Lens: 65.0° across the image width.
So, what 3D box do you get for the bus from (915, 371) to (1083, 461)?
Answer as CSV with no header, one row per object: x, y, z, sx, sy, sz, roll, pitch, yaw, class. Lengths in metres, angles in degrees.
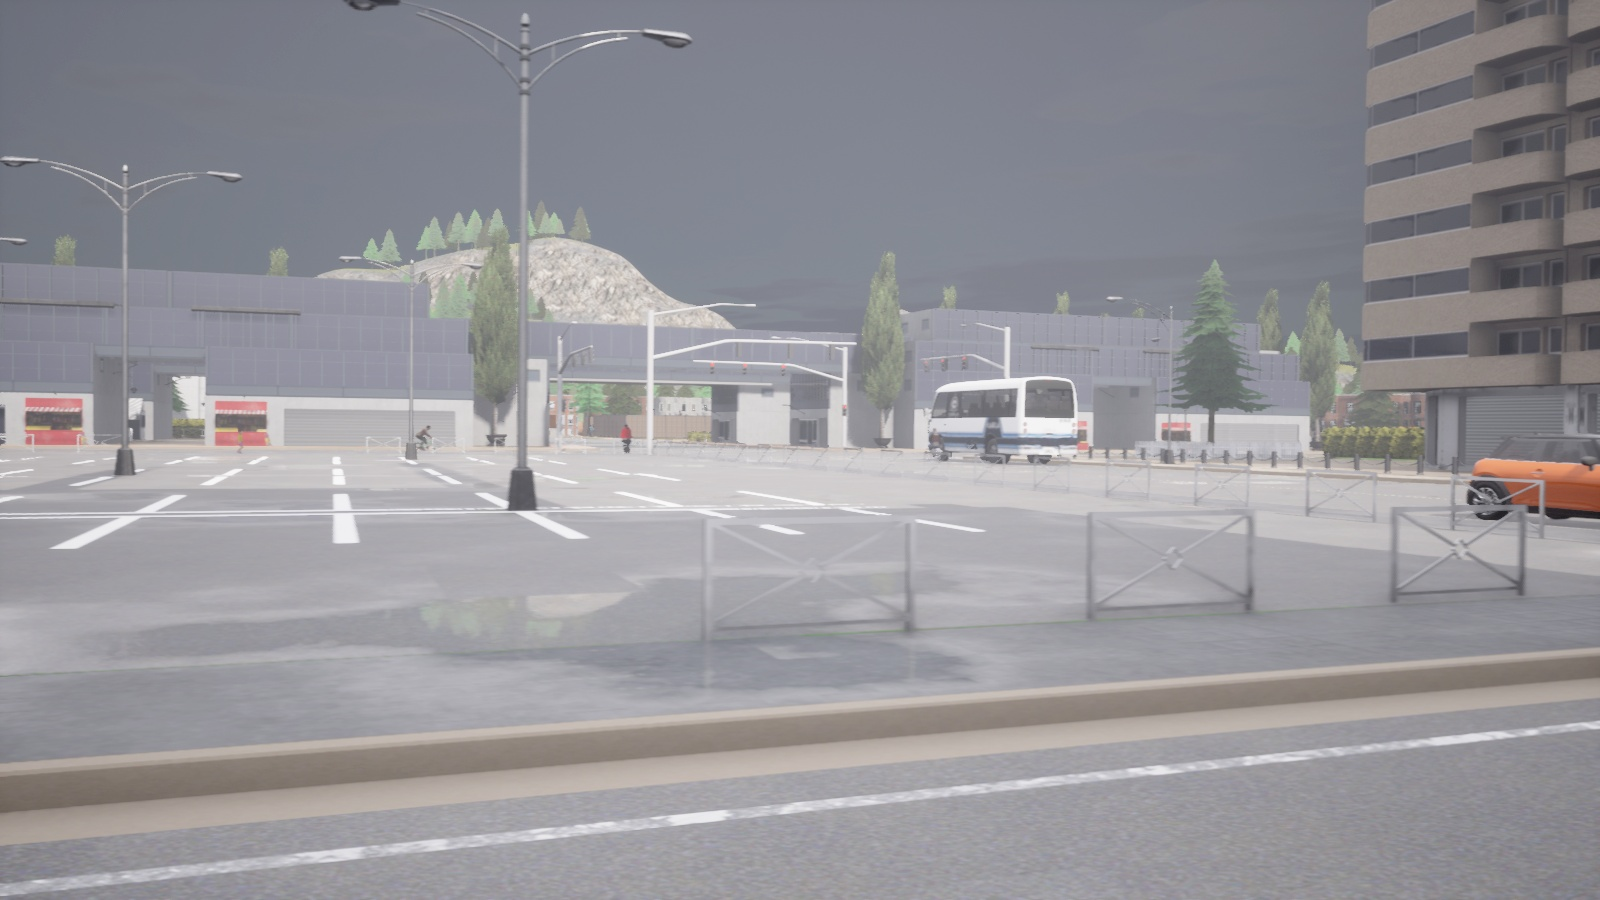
9.981,-1.684,64.697,3.944,4.253,10.273,-1,1,-21,bus

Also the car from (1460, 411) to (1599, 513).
14.596,0.186,22.626,2.097,1.767,4.553,-1,1,-21,car

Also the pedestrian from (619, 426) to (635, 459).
-9.885,-0.418,71.849,0.634,1.844,0.899,-1,1,-27,pedestrian
